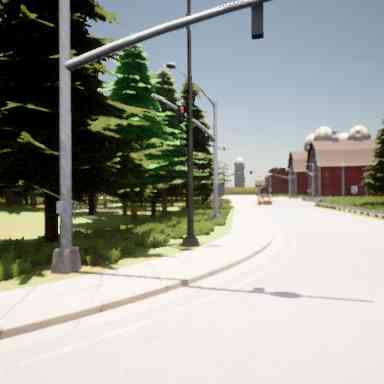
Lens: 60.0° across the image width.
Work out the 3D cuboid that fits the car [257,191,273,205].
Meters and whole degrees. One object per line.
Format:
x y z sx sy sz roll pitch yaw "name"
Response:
11.326 1.147 51.634 2.097 1.767 4.553 0 0 6 "car"
